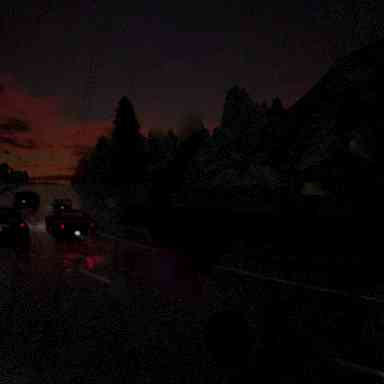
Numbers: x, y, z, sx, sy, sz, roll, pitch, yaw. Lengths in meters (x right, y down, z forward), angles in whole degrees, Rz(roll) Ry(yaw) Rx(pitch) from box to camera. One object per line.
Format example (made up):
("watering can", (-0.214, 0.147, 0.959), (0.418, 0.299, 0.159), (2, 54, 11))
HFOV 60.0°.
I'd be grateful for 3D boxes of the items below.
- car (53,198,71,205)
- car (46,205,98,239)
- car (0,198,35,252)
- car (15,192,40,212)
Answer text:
("car", (-14.772, 1.364, 37.900), (1.895, 1.301, 4.718), (0, 1, -21))
("car", (-6.338, 1.572, 17.152), (1.895, 1.301, 4.718), (1, 0, -30))
("car", (-7.867, 1.302, 13.187), (2.097, 1.767, 4.553), (1, 0, -34))
("car", (-17.401, 0.984, 35.013), (2.150, 2.045, 5.566), (0, 1, -21))
